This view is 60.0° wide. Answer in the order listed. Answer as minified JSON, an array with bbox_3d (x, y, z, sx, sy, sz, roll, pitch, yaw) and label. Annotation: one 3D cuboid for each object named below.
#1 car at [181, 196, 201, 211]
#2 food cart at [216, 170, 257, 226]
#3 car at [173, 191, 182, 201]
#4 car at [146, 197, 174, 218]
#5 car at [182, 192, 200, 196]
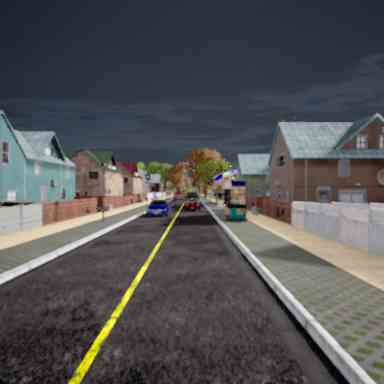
[{"bbox_3d":[0.050,1.418,38.079,1.895,1.301,4.718,0,0,0],"label":"car"},{"bbox_3d":[3.024,0.353,23.767,2.280,3.560,4.660,1,1,0],"label":"food cart"},{"bbox_3d":[-2.766,0.860,69.474,2.150,2.045,5.566,0,0,0],"label":"car"},{"bbox_3d":[-2.848,1.388,28.883,1.812,1.442,4.674,0,0,0],"label":"car"},{"bbox_3d":[0.012,0.987,48.601,2.150,2.045,5.566,0,0,0],"label":"car"}]
